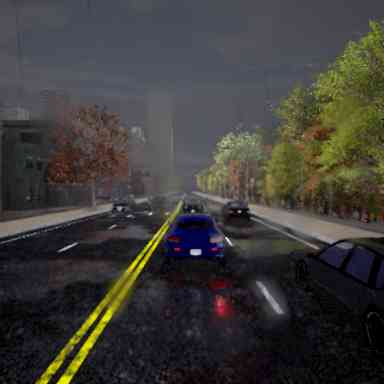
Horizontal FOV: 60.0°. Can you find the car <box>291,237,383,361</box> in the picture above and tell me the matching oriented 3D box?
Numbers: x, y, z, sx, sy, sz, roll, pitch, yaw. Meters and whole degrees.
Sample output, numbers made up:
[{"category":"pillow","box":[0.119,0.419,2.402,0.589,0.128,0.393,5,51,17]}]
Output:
[{"category":"car","box":[3.349,1.517,5.771,2.033,1.411,5.357,0,0,0]}]

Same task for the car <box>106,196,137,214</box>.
[{"category":"car","box":[-6.630,1.320,32.882,2.128,1.511,4.902,0,0,0]}]

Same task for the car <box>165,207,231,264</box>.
[{"category":"car","box":[0.108,1.466,11.404,1.812,1.442,4.674,0,0,0]}]

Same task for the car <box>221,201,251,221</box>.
[{"category":"car","box":[3.337,1.412,25.836,2.033,1.411,5.357,0,0,0]}]

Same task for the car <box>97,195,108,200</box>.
[{"category":"car","box":[-20.726,1.405,80.360,4.313,1.339,1.947,-1,2,-1]}]

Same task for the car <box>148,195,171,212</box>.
[{"category":"car","box":[-3.395,1.167,35.568,2.097,1.767,4.553,0,0,0]}]

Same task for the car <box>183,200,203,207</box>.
[{"category":"car","box":[0.075,1.432,32.319,1.895,1.301,4.718,0,0,0]}]
